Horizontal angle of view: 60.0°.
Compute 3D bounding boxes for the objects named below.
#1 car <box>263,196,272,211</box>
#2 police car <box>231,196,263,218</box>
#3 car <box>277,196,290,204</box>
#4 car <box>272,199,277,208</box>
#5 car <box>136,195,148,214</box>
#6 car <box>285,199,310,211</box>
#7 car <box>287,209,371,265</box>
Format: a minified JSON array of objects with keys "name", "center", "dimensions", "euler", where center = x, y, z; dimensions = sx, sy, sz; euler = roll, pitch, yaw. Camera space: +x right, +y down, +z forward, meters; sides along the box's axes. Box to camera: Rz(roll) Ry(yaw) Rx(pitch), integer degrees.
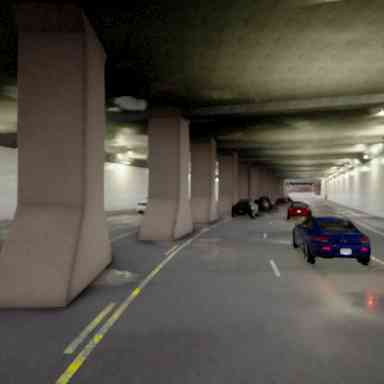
[{"name":"car","center":[8.191,1.539,40.141],"dimensions":[1.812,1.442,4.674],"euler":[0,0,19]},{"name":"police car","center":[4.971,1.428,30.790],"dimensions":[1.930,1.638,5.238],"euler":[0,0,19]},{"name":"car","center":[17.211,1.616,63.912],"dimensions":[1.994,1.385,4.181],"euler":[0,0,19]},{"name":"car","center":[10.135,1.369,45.786],"dimensions":[2.097,1.767,4.553],"euler":[0,0,19]},{"name":"car","center":[-3.726,1.177,34.842],"dimensions":[2.150,2.045,5.566],"euler":[0,0,19]},{"name":"car","center":[9.614,1.591,29.837],"dimensions":[1.994,1.385,4.181],"euler":[0,0,18]},{"name":"car","center":[4.744,1.541,11.792],"dimensions":[1.812,1.442,4.674],"euler":[0,0,9]}]
